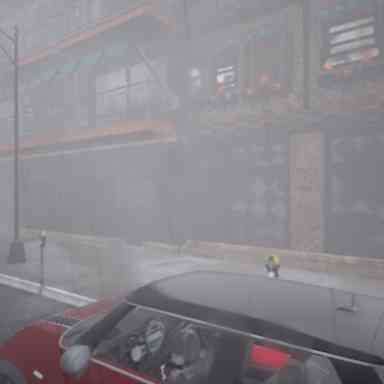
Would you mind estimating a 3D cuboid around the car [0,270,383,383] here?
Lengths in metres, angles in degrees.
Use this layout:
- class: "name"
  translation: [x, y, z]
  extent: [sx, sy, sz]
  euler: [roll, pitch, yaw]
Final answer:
- class: "car"
  translation: [-0.025, 1.455, 2.884]
  extent: [4.097, 1.590, 1.967]
  euler: [-1, 0, 36]
